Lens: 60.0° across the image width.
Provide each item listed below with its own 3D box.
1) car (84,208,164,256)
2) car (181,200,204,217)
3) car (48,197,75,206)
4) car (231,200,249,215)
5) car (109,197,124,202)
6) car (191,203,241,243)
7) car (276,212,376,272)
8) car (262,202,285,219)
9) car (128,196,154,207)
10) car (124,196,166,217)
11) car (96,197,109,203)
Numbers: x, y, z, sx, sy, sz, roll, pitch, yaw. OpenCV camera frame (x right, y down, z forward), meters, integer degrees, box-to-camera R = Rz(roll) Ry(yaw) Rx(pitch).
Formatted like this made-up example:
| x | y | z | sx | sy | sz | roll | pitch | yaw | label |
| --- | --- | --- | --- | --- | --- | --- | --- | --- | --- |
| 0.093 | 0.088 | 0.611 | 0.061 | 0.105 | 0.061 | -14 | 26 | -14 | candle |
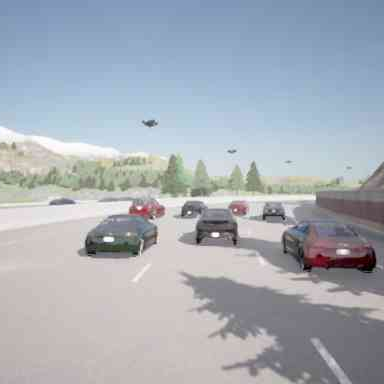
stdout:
| x | y | z | sx | sy | sz | roll | pitch | yaw | label |
| --- | --- | --- | --- | --- | --- | --- | --- | --- | --- |
| -2.586 | 1.553 | 13.115 | 1.994 | 1.385 | 4.181 | 0 | 0 | 6 | car |
| 0.326 | 1.498 | 30.526 | 1.837 | 1.490 | 4.892 | 0 | 0 | 13 | car |
| -19.668 | 1.495 | 50.328 | 1.994 | 1.385 | 4.181 | 0 | 0 | 19 | car |
| 4.695 | 1.530 | 33.592 | 1.812 | 1.442 | 4.674 | 0 | 0 | 15 | car |
| -10.945 | 1.480 | 54.032 | 1.812 | 1.442 | 4.674 | 0 | 0 | 21 | car |
| 1.262 | 1.504 | 16.030 | 1.837 | 1.490 | 4.892 | 0 | 0 | 7 | car |
| 4.223 | 1.573 | 10.894 | 1.994 | 1.385 | 4.181 | 0 | 0 | 5 | car |
| 7.075 | 1.560 | 28.879 | 2.033 | 1.411 | 5.357 | 0 | 0 | 13 | car |
| -7.918 | 1.469 | 52.190 | 1.837 | 1.490 | 4.892 | 0 | 0 | 21 | car |
| -3.730 | 1.334 | 28.346 | 2.097 | 1.767 | 4.553 | 0 | 0 | 11 | car |
| -13.924 | 1.493 | 56.079 | 2.033 | 1.411 | 5.357 | 0 | 0 | 21 | car |
